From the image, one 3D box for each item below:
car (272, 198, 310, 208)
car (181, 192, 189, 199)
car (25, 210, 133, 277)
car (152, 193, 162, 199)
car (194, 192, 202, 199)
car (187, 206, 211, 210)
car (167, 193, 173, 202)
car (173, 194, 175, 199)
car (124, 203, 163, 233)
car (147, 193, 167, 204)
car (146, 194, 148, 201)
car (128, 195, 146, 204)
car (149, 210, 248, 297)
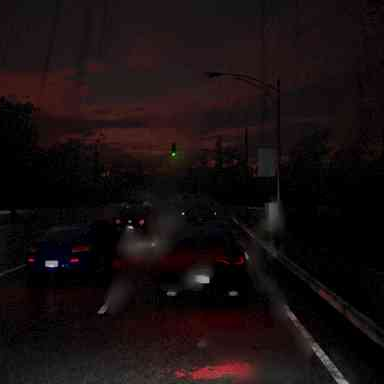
[{"bbox_3d":[12.933,1.448,43.956,4.718,1.301,1.895,0,0,-1],"label":"car"},{"bbox_3d":[-1.715,0.970,87.163,1.812,1.442,4.674,0,1,1],"label":"car"},{"bbox_3d":[-3.256,1.512,10.105,1.812,1.442,4.674,0,0,1],"label":"car"},{"bbox_3d":[-8.774,1.015,84.056,1.837,1.490,4.892,0,1,1],"label":"car"},{"bbox_3d":[1.787,0.994,87.099,2.033,1.411,5.357,0,1,1],"label":"car"},{"bbox_3d":[0.404,1.505,18.596,2.033,1.411,5.357,0,0,1],"label":"car"},{"bbox_3d":[-5.592,1.246,69.282,1.812,1.442,4.674,0,0,1],"label":"car"},{"bbox_3d":[-5.275,1.067,83.983,1.994,1.385,4.181,0,1,1],"label":"car"},{"bbox_3d":[-3.071,1.555,19.483,1.895,1.301,4.718,0,0,3],"label":"car"},{"bbox_3d":[-5.939,1.354,57.128,1.994,1.385,4.181,0,0,1],"label":"car"},{"bbox_3d":[-9.083,1.243,69.746,2.128,1.511,4.902,0,0,1],"label":"car"},{"bbox_3d":[-9.473,1.274,55.791,1.882,1.535,5.008,0,0,1],"label":"car"},{"bbox_3d":[0.223,1.468,8.630,1.882,1.535,5.008,0,0,1],"label":"car"}]
